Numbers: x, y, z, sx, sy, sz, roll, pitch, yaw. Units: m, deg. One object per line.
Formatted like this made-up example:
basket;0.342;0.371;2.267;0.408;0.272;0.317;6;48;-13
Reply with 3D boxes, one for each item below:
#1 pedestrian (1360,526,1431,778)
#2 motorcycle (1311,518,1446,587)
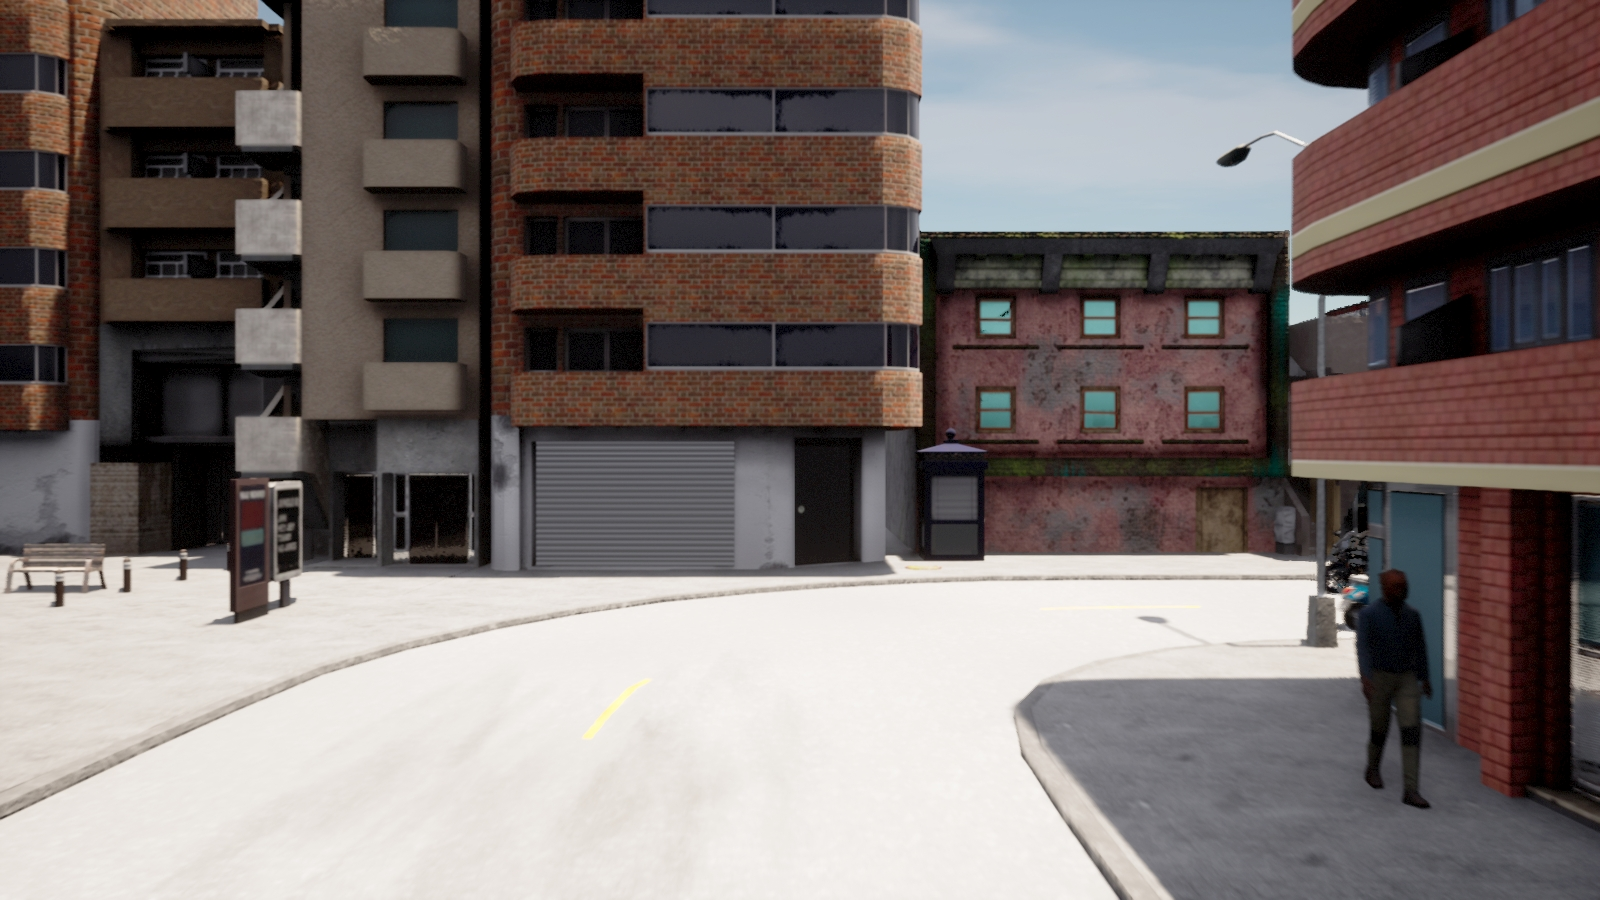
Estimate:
pedestrian;4.551;1.524;8.748;0.375;1.860;0.375;0;0;8
motorcycle;11.286;1.985;22.337;2.209;1.251;0.867;0;0;-2
